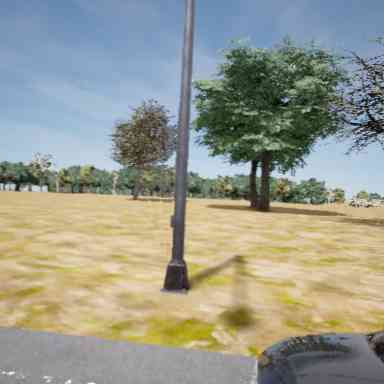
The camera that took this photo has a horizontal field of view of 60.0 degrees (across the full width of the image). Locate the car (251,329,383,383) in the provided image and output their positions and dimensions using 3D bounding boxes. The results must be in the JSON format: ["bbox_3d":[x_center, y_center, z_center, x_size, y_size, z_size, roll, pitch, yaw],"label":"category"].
[{"bbox_3d":[2.959,1.848,2.818,4.892,1.490,1.837,2,-4,10],"label":"car"}]
